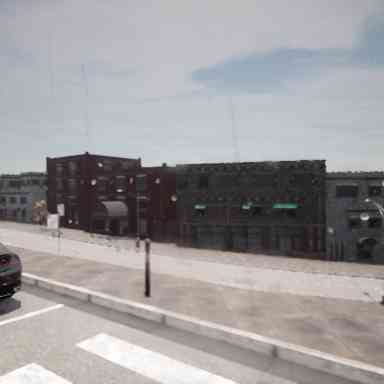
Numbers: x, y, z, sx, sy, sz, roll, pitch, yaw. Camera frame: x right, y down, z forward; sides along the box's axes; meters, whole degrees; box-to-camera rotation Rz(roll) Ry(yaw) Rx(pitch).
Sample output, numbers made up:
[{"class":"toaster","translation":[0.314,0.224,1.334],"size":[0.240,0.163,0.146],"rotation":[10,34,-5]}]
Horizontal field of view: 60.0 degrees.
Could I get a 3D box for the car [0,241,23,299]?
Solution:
[{"class":"car","translation":[-5.588,1.495,7.241],"size":[4.892,1.521,2.231],"rotation":[0,0,36]}]
